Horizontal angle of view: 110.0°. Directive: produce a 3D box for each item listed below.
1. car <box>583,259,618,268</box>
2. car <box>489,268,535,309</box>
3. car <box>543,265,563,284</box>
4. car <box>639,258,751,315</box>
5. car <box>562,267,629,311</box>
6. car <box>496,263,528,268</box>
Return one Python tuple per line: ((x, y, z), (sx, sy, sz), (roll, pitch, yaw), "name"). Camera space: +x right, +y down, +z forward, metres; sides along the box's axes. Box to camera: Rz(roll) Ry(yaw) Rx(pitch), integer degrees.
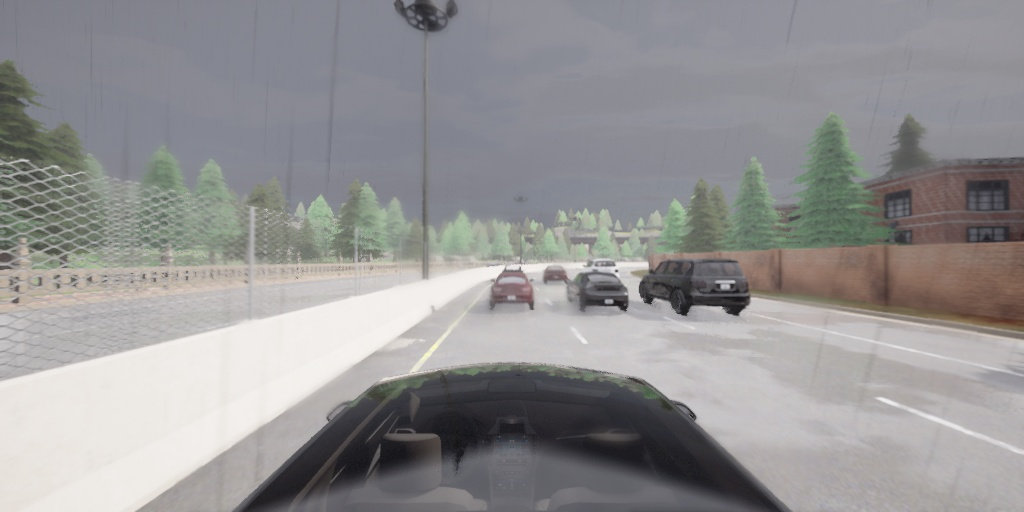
((7.077, 1.271, 29.094), (2.150, 2.045, 5.566), (0, 0, 2), "car")
((0.020, 1.427, 15.734), (1.812, 1.442, 4.674), (0, 0, 0), "car")
((3.714, 1.543, 30.866), (1.882, 1.535, 5.008), (0, 0, 4), "car")
((7.008, 1.113, 14.438), (2.150, 2.045, 5.566), (0, 0, 0), "car")
((3.518, 1.405, 15.344), (1.837, 1.490, 4.892), (0, 0, 0), "car")
((0.154, 1.551, 30.206), (2.128, 1.511, 4.902), (0, 0, 4), "car")
